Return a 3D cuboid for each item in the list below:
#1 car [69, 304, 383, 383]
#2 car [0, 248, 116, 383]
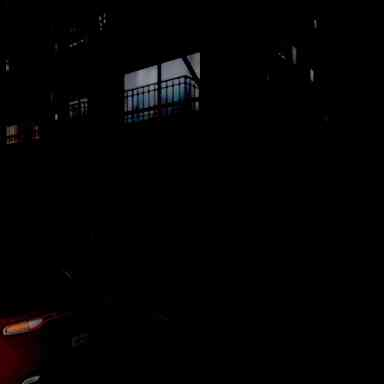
[{"bbox_3d":[1.494,1.566,1.809,4.313,1.339,1.947,0,0,36],"label":"car"},{"bbox_3d":[-3.087,1.544,5.093,4.507,1.381,1.887,0,0,36],"label":"car"}]
